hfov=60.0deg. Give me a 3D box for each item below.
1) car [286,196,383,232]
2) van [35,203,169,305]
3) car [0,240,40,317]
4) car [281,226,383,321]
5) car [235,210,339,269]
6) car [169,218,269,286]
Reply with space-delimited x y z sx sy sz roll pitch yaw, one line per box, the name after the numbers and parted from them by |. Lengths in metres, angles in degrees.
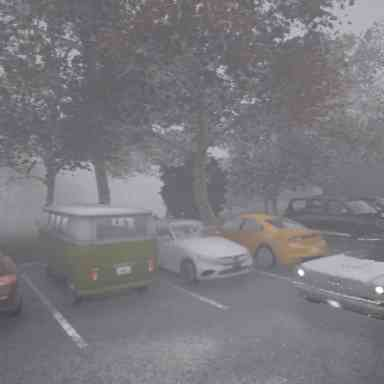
6.620 1.256 14.721 2.435 2.045 5.566 0 0 -35 | car
-2.599 1.298 8.347 1.878 1.987 4.442 0 0 -35 | van
-4.685 1.567 6.718 2.002 1.452 4.674 0 0 -35 | car
4.246 1.610 7.006 4.718 1.301 1.895 0 0 -35 | car
2.091 1.515 11.529 2.097 1.535 5.008 0 0 -35 | car
-0.273 1.559 9.858 2.002 1.452 4.674 0 0 -35 | car
